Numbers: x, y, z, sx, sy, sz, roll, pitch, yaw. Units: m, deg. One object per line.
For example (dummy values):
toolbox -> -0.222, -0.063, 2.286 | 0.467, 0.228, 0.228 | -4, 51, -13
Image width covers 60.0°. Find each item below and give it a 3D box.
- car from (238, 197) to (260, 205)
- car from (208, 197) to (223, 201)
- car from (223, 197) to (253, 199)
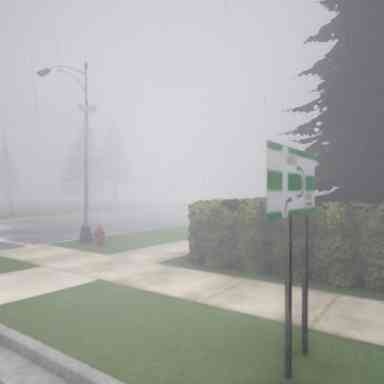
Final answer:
car -> 9.933, 1.528, 57.734 | 1.994, 1.385, 4.181 | 0, 0, 36
car -> 3.829, 1.442, 49.235 | 1.882, 1.535, 5.008 | 0, 0, 37
car -> 6.939, 1.447, 47.559 | 1.882, 1.535, 5.008 | 0, 0, 36
